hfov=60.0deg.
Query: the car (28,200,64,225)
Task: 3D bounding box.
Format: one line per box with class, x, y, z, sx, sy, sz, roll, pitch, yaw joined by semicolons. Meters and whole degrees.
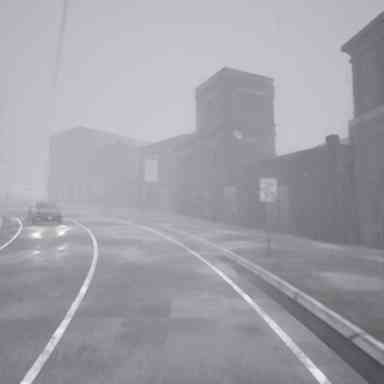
car;-10.092;1.356;22.885;1.837;1.490;4.892;3;-1;-31
